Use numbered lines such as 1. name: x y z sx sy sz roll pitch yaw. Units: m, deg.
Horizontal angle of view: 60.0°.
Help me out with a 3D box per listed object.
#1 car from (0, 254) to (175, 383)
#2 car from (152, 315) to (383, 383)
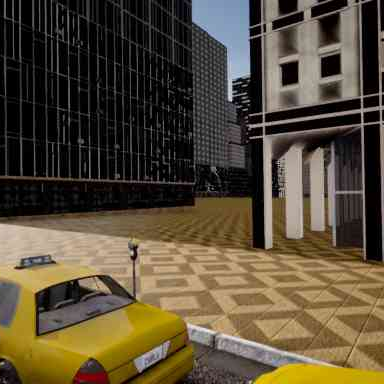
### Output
1. car: -2.256 1.527 4.487 4.829 1.417 1.752 0 -1 35
2. car: 2.247 1.525 1.291 4.829 1.417 1.752 0 -1 35
